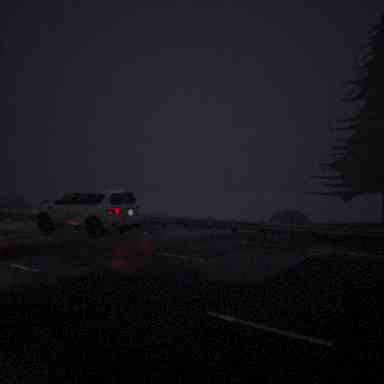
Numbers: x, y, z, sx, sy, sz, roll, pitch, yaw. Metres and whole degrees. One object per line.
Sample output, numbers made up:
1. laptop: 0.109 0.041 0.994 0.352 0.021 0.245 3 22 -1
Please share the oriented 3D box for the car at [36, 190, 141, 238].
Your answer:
1. car: -5.005 0.932 15.905 5.566 2.045 2.150 1 1 30
